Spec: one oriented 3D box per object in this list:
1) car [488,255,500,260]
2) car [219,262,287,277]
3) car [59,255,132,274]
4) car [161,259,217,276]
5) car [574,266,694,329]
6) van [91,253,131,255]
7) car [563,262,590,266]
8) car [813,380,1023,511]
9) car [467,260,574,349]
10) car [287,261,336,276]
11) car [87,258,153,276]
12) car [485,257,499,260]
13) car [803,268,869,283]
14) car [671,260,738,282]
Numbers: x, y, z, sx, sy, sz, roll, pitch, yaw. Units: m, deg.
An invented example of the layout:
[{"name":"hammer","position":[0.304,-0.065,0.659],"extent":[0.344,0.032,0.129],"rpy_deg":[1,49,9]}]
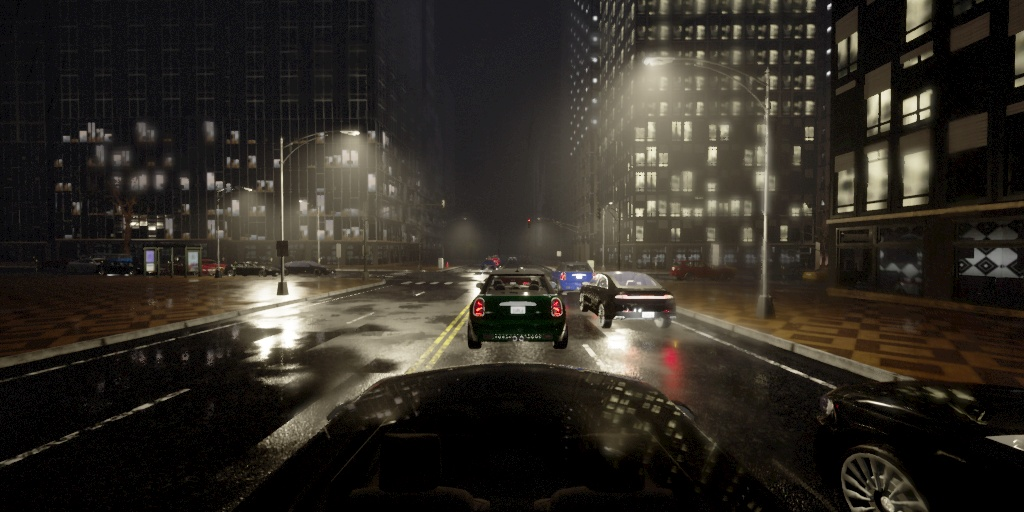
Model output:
[{"name":"car","position":[-3.243,0.925,61.032],"extent":[2.150,2.045,5.566],"rpy_deg":[0,0,0]},{"name":"car","position":[-22.689,1.173,31.353],"extent":[4.313,1.339,1.948],"rpy_deg":[0,0,1]},{"name":"car","position":[-39.862,0.933,34.441],"extent":[4.674,1.442,1.812],"rpy_deg":[1,1,2]},{"name":"car","position":[-28.372,1.138,31.494],"extent":[4.207,1.307,1.802],"rpy_deg":[0,0,1]},{"name":"car","position":[3.364,1.237,11.280],"extent":[2.128,1.511,4.902],"rpy_deg":[0,0,0]},{"name":"van","position":[-45.231,0.605,40.353],"extent":[3.998,1.789,1.690],"rpy_deg":[0,0,1]},{"name":"car","position":[3.377,1.092,20.122],"extent":[2.097,1.767,4.553],"rpy_deg":[0,0,0]},{"name":"car","position":[3.344,1.242,0.888],"extent":[2.128,1.511,4.902],"rpy_deg":[0,0,0]},{"name":"car","position":[0.111,1.099,9.306],"extent":[2.097,1.767,4.553],"rpy_deg":[0,0,0]},{"name":"car","position":[-19.660,1.139,33.980],"extent":[5.357,1.411,2.033],"rpy_deg":[0,1,0]},{"name":"car","position":[-34.053,1.069,31.676],"extent":[4.313,1.339,1.948],"rpy_deg":[0,0,1]},{"name":"car","position":[-3.275,1.241,50.808],"extent":[1.812,1.442,4.674],"rpy_deg":[0,0,0]},{"name":"car","position":[27.684,1.579,30.555],"extent":[4.829,1.417,1.751],"rpy_deg":[0,0,1]},{"name":"car","position":[16.236,1.269,30.769],"extent":[5.009,1.841,2.192],"rpy_deg":[0,0,1]}]
